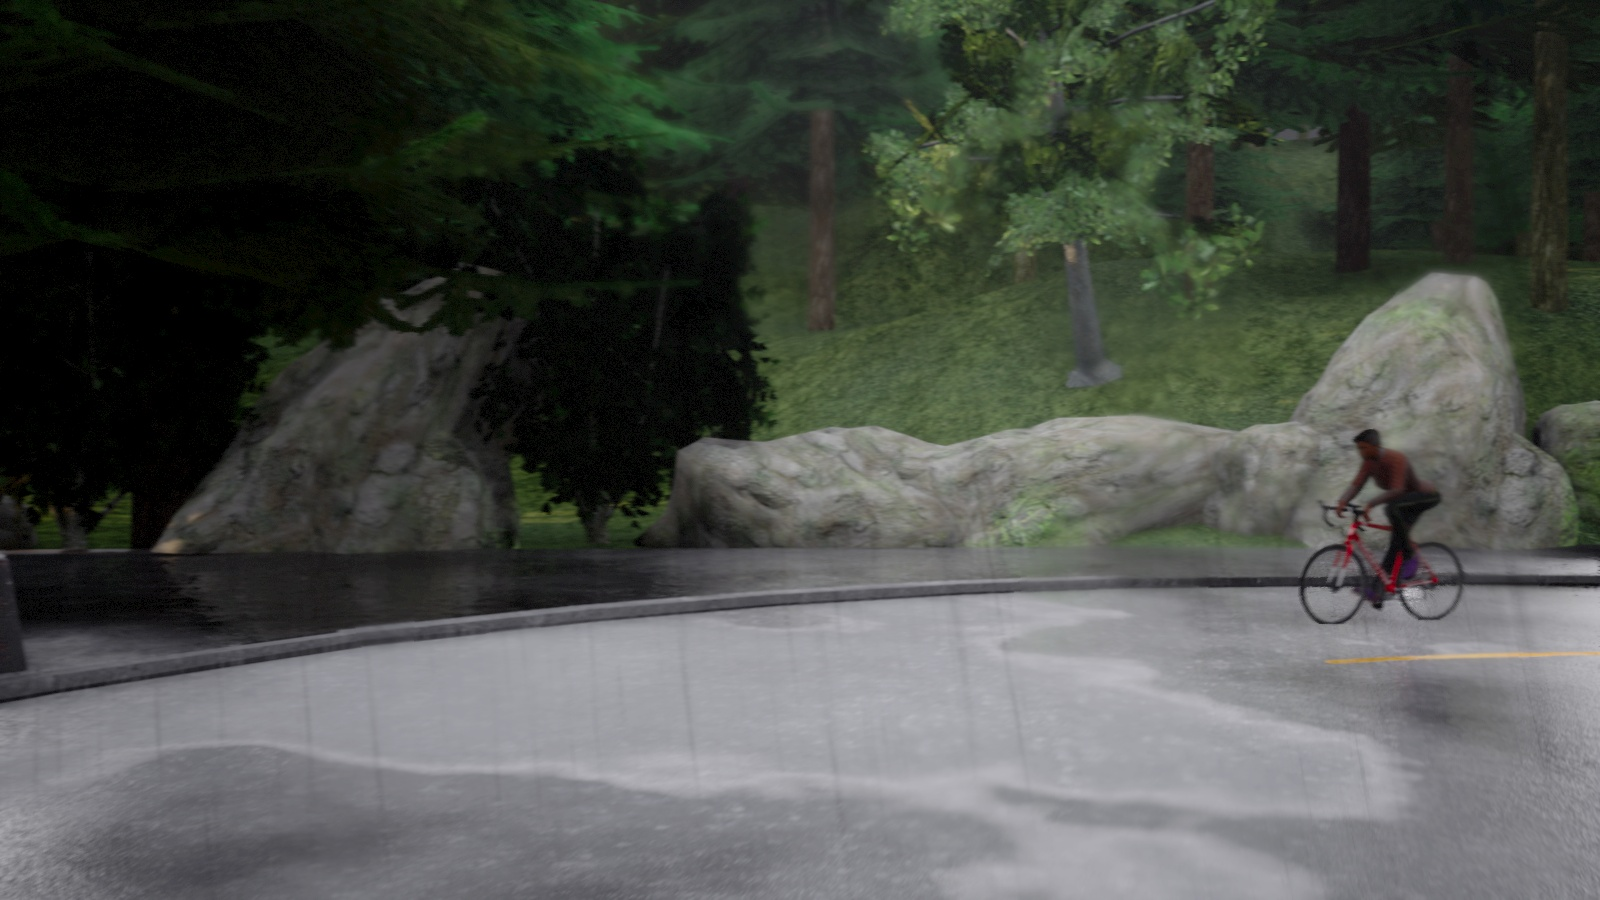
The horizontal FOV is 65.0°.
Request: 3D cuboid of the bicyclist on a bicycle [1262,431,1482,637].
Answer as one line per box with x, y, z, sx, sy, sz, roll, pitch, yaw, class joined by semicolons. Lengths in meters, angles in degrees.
4.728;0.657;10.394;1.656;1.620;0.582;0;1;-16;bicyclist on a bicycle
